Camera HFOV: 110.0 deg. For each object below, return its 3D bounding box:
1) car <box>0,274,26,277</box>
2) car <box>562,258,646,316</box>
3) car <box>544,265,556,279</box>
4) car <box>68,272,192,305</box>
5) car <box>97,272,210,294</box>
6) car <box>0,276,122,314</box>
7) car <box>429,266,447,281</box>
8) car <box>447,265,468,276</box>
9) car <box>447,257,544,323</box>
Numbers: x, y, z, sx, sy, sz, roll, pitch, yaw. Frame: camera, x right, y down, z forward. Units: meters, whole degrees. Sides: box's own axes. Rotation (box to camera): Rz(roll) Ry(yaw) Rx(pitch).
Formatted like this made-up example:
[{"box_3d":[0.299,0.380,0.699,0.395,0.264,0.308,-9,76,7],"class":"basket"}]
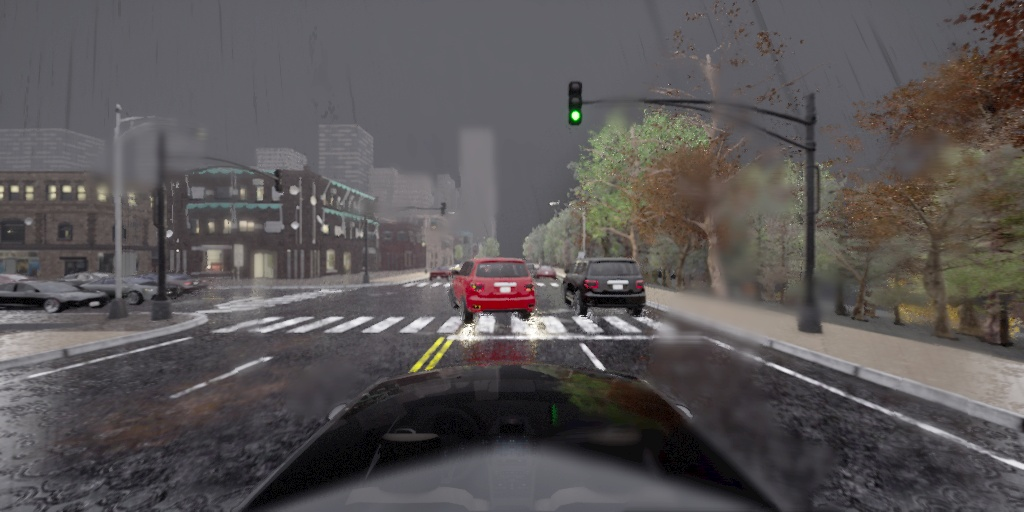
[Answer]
[{"box_3d":[-28.071,1.706,17.992,4.902,1.511,2.128,-1,0,0],"class":"car"},{"box_3d":[3.353,1.086,14.025,2.150,2.045,5.566,0,0,0],"class":"car"},{"box_3d":[3.354,1.627,36.790,1.994,1.385,4.181,0,-1,0],"class":"car"},{"box_3d":[-19.168,1.677,17.982,4.181,1.385,1.994,-1,0,0],"class":"car"},{"box_3d":[-21.164,1.681,21.229,5.357,1.411,2.033,-1,0,-1],"class":"car"},{"box_3d":[-19.945,1.690,15.271,4.313,1.339,1.948,0,0,0],"class":"car"},{"box_3d":[-6.602,1.645,34.597,1.895,1.301,4.718,0,-1,1],"class":"car"},{"box_3d":[-6.567,1.726,43.764,1.895,1.301,4.718,0,-1,0],"class":"car"},{"box_3d":[-0.890,1.076,12.942,2.150,2.045,5.566,1,0,-15],"class":"car"}]
